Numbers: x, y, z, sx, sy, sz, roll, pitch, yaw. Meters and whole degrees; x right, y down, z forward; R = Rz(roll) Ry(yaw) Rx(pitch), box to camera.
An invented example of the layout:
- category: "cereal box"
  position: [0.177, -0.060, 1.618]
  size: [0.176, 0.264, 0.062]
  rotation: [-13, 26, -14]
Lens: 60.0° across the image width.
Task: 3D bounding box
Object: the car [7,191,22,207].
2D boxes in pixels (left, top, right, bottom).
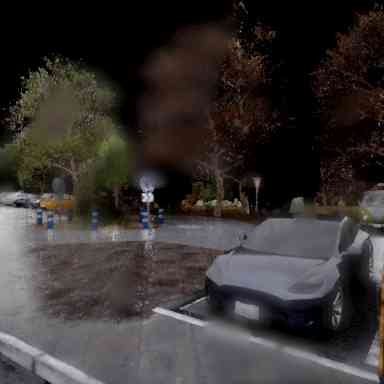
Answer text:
- category: "car"
  position: [-16.688, 0.914, 35.885]
  size: [2.163, 1.488, 4.792]
  rotation: [2, 1, 36]

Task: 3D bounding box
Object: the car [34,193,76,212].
- category: "car"
  position: [-12.291, 1.059, 32.724]
  size: [2.097, 1.535, 5.008]
  rotation: [2, 1, 36]

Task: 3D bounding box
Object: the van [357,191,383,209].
- category: "van"
  position: [9.726, 0.924, 16.913]
  size: [1.878, 1.987, 4.442]
  rotation: [2, 2, 36]

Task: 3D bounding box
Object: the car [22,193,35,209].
- category: "car"
  position: [-14.508, 0.844, 34.378]
  size: [2.185, 1.767, 4.553]
  rotation: [2, 1, 36]

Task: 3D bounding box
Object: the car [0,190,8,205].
- category: "car"
  position: [-18.913, 0.835, 37.534]
  size: [2.002, 1.452, 4.674]
  rotation: [2, 1, 36]

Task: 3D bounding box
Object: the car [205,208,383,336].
- category: "car"
  position: [2.152, 1.185, 6.368]
  size: [2.163, 1.488, 4.792]
  rotation: [2, 1, 36]
